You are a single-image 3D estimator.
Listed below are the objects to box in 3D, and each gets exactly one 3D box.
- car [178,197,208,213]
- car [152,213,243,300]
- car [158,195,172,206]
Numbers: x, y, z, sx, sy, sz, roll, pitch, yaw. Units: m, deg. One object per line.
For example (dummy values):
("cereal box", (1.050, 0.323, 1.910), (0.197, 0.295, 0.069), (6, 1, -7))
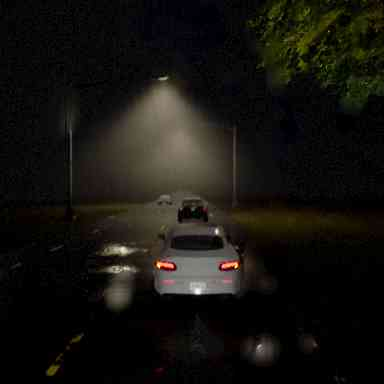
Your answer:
("car", (0.059, 1.179, 24.790), (2.097, 1.767, 4.553), (0, 1, 0))
("car", (0.103, 1.484, 8.180), (1.812, 1.442, 4.674), (0, 0, 0))
("car", (-3.711, 1.110, 46.635), (2.033, 1.411, 5.357), (0, 1, -1))
